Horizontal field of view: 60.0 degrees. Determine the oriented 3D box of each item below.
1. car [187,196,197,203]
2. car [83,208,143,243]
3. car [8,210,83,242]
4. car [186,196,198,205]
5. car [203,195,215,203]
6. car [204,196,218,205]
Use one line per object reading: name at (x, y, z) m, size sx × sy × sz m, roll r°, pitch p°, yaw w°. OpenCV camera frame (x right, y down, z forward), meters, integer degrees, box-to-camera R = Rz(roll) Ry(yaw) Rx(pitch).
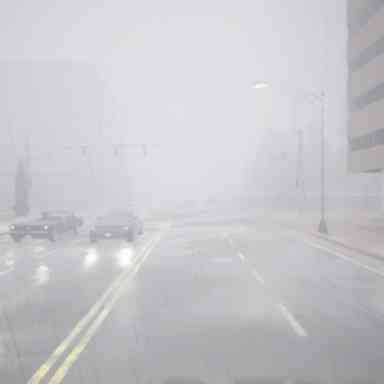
car at (-0.021, 1.569, 69.244) m, size 1.895 × 1.301 × 4.718 m, roll 0°, pitch 0°, yaw 0°
car at (-3.508, 1.538, 16.184) m, size 1.812 × 1.442 × 4.674 m, roll 0°, pitch 0°, yaw 0°
car at (-7.005, 1.611, 16.465) m, size 1.895 × 1.301 × 4.718 m, roll 0°, pitch 0°, yaw 0°
car at (-0.018, 1.581, 58.769) m, size 2.033 × 1.411 × 5.357 m, roll 0°, pitch 0°, yaw 0°
car at (3.479, 1.488, 69.215) m, size 2.128 × 1.511 × 4.902 m, roll 0°, pitch 0°, yaw 0°
car at (3.481, 1.538, 58.778) m, size 1.837 × 1.490 × 4.892 m, roll 0°, pitch 0°, yaw 0°
